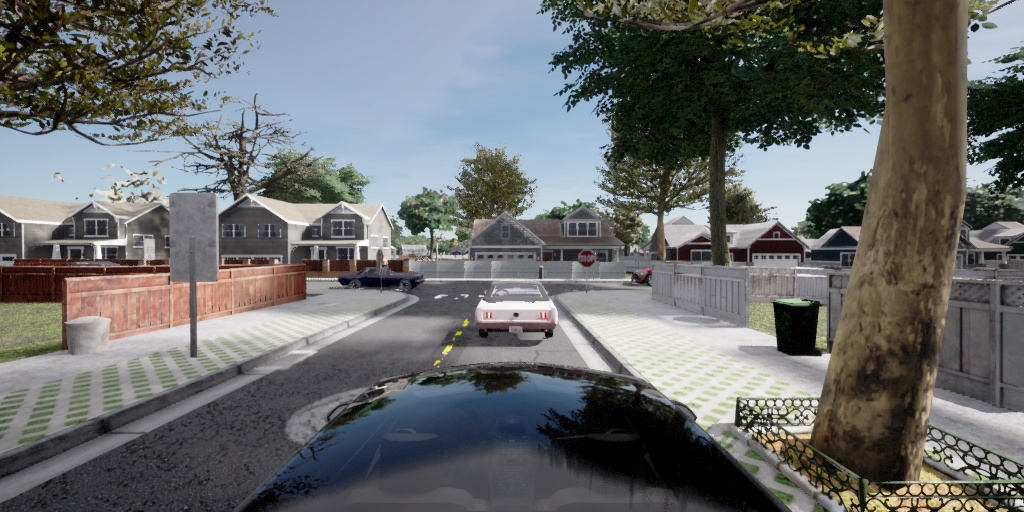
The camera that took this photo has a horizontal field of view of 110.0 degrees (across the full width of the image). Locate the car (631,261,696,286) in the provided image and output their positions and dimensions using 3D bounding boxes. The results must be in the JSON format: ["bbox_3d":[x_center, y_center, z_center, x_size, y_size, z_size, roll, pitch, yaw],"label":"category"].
[{"bbox_3d":[10.671,1.133,24.750,4.553,1.767,2.097,0,1,-1],"label":"car"}]

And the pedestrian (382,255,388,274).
[{"bbox_3d":[-9.767,0.809,27.451,0.375,1.860,0.375,0,0,-1],"label":"pedestrian"}]

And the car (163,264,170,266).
[{"bbox_3d":[-19.624,1.213,21.496,4.674,1.442,1.812,0,1,-1],"label":"car"}]

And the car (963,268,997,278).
[{"bbox_3d":[32.101,1.463,24.938,4.718,1.301,1.895,0,1,3],"label":"car"}]

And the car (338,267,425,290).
[{"bbox_3d":[-7.735,1.337,21.615,4.718,1.301,1.895,0,1,-1],"label":"car"}]

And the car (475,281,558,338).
[{"bbox_3d":[0.123,1.349,10.220,1.895,1.301,4.718,0,0,1],"label":"car"}]

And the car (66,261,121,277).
[{"bbox_3d":[-28.947,1.114,24.353,4.902,1.511,2.128,0,1,-1],"label":"car"}]

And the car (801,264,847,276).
[{"bbox_3d":[21.046,1.312,24.853,4.902,1.511,2.128,0,1,0],"label":"car"}]

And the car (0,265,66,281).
[{"bbox_3d":[-30.136,1.213,21.401,4.181,1.385,1.994,0,1,0],"label":"car"}]
